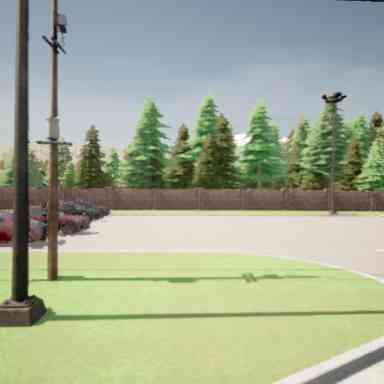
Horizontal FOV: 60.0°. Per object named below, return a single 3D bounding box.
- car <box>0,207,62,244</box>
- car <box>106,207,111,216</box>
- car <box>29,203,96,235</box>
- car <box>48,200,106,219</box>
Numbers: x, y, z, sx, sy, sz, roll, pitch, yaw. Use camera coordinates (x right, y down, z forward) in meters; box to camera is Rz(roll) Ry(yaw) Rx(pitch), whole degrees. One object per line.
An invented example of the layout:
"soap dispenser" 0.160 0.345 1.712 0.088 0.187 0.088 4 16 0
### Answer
"car" -8.095 1.497 14.041 4.181 1.385 1.994 0 0 -3
"car" -9.344 1.430 27.997 4.892 1.490 1.837 0 0 -3
"car" -7.795 1.462 17.573 4.674 1.442 1.812 0 0 -3
"car" -9.172 1.431 24.501 4.892 1.490 1.837 0 0 -3
